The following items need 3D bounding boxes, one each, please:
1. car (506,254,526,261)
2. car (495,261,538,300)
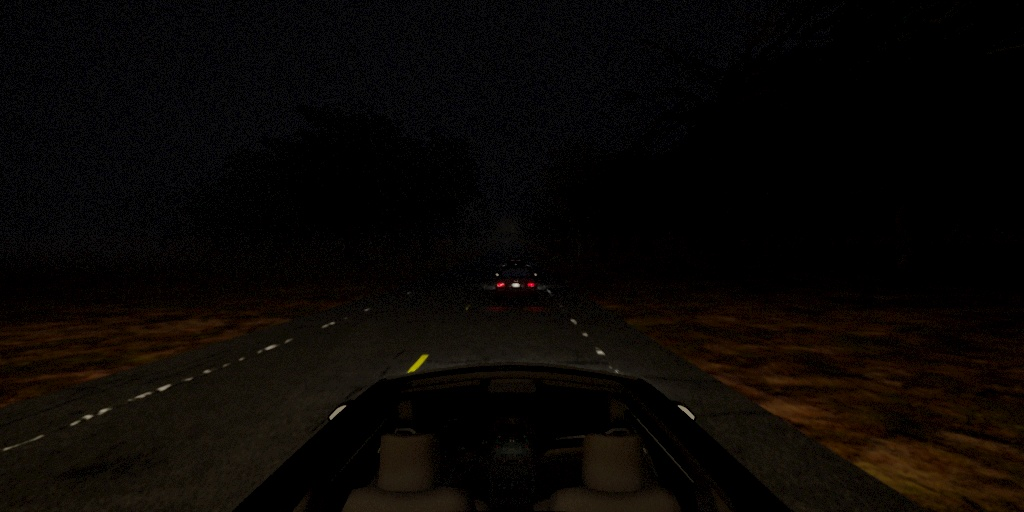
[{"bbox_3d":[0.414,0.508,39.057,1.837,1.490,4.892,0,3,1],"label":"car"},{"bbox_3d":[0.191,1.149,16.610,2.033,1.411,5.357,0,1,1],"label":"car"}]
